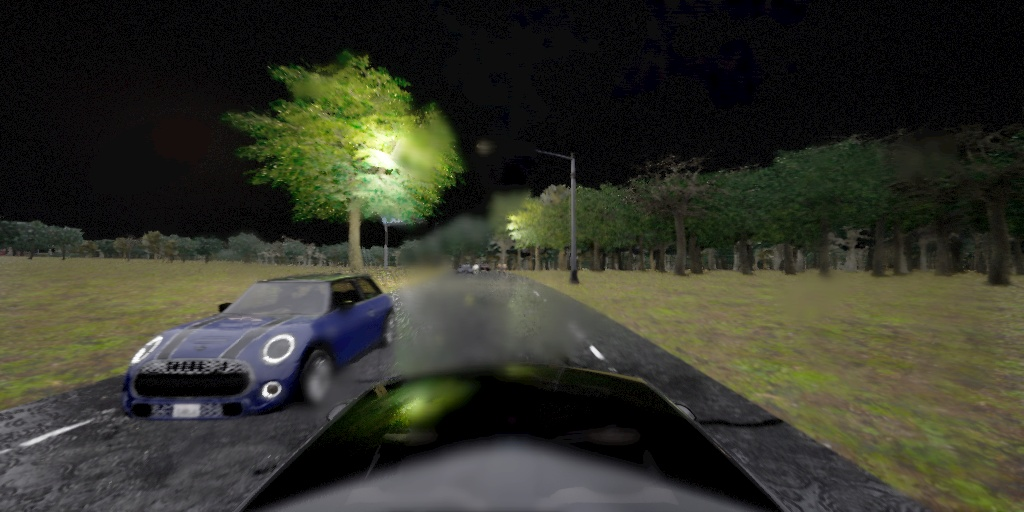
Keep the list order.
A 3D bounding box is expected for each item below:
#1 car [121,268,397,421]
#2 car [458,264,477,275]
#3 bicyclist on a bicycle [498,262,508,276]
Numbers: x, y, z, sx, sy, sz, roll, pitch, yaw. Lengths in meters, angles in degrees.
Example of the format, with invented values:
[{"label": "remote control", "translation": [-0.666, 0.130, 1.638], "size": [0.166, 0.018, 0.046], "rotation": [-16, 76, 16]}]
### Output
[{"label": "car", "translation": [-3.640, 1.129, 6.228], "size": [2.097, 1.767, 4.553], "rotation": [0, 0, -1]}, {"label": "car", "translation": [-5.931, 1.780, 46.423], "size": [1.994, 1.385, 4.181], "rotation": [0, -1, -6]}, {"label": "bicyclist on a bicycle", "translation": [-0.849, 1.539, 41.411], "size": [0.866, 1.612, 1.509], "rotation": [0, -1, -6]}]
